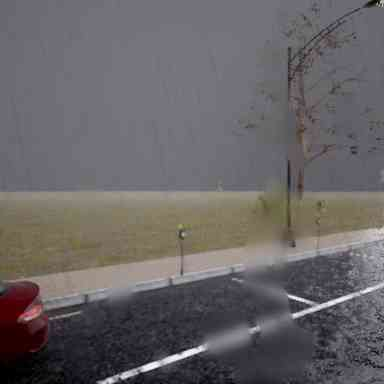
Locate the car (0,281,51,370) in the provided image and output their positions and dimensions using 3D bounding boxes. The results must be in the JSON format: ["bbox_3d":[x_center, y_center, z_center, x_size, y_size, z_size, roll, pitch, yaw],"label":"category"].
[{"bbox_3d":[-3.738,1.590,3.422,4.206,1.307,1.802,0,1,-36],"label":"car"}]
